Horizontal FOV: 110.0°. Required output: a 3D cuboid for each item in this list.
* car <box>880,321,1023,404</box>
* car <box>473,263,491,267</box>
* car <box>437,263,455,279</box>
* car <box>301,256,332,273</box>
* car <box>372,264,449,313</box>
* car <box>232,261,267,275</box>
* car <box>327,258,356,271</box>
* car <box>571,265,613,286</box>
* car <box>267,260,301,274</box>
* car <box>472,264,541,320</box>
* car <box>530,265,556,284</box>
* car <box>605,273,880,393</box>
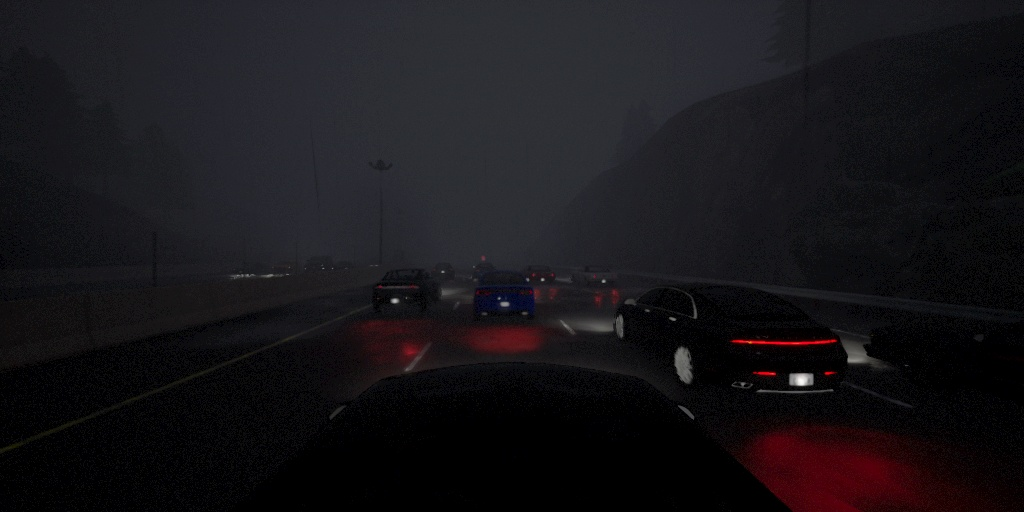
[{"bbox_3d":[7.029,1.279,3.685,2.033,1.411,5.357,0,0,-1],"label":"car"},{"bbox_3d":[-2.292,1.284,30.308,1.994,1.385,4.181,0,0,-9],"label":"car"},{"bbox_3d":[-6.127,1.291,32.028,1.994,1.385,4.181,0,0,-10],"label":"car"},{"bbox_3d":[-22.853,0.973,42.816,2.150,2.045,5.566,0,0,-14],"label":"car"},{"bbox_3d":[-3.949,1.235,14.039,2.128,1.511,4.902,0,0,-4],"label":"car"},{"bbox_3d":[-29.542,1.316,40.786,2.033,1.411,5.357,0,0,-14],"label":"car"},{"bbox_3d":[-18.513,1.271,39.628,1.812,1.442,4.674,0,0,-13],"label":"car"},{"bbox_3d":[5.550,1.310,24.927,1.895,1.301,4.718,0,0,-7],"label":"car"},{"bbox_3d":[-26.249,1.238,41.922,1.882,1.535,5.008,0,0,-14],"label":"car"},{"bbox_3d":[-0.347,1.215,12.673,1.882,1.535,5.008,0,0,-3],"label":"car"},{"bbox_3d":[1.809,1.316,26.618,1.895,1.301,4.718,0,0,-7],"label":"car"},{"bbox_3d":[3.427,1.241,6.752,1.837,1.490,4.892,0,0,-2],"label":"car"}]
